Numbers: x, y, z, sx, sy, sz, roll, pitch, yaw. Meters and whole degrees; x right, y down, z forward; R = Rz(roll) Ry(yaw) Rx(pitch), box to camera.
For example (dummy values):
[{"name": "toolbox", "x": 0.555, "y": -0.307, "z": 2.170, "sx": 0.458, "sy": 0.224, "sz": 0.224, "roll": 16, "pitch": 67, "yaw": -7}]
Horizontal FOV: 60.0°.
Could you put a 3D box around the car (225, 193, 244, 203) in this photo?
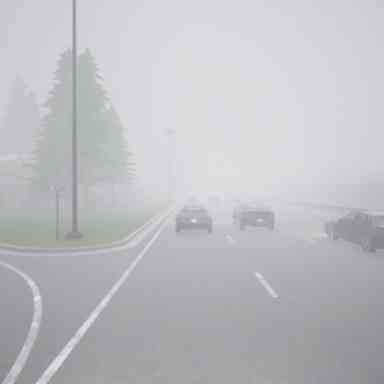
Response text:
[{"name": "car", "x": 6.995, "y": 1.167, "z": 55.000, "sx": 1.812, "sy": 1.442, "sz": 4.674, "roll": 0, "pitch": 0, "yaw": 0}]

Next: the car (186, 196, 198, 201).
[{"name": "car", "x": -0.005, "y": 1.253, "z": 53.362, "sx": 1.895, "sy": 1.301, "sz": 4.718, "roll": 0, "pitch": 0, "yaw": 0}]

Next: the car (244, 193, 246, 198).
[{"name": "car", "x": 10.494, "y": 0.935, "z": 64.143, "sx": 2.097, "sy": 1.767, "sz": 4.553, "roll": 0, "pitch": 0, "yaw": 0}]

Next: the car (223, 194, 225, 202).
[{"name": "car", "x": 6.994, "y": 0.934, "z": 64.142, "sx": 2.097, "sy": 1.767, "sz": 4.553, "roll": 0, "pitch": 0, "yaw": 0}]

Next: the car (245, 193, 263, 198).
[{"name": "car", "x": 10.495, "y": 1.196, "z": 53.750, "sx": 2.033, "sy": 1.411, "sz": 5.357, "roll": 0, "pitch": 0, "yaw": 0}]

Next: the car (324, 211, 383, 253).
[{"name": "car", "x": 7.099, "y": 1.460, "z": 13.176, "sx": 2.033, "sy": 1.411, "sz": 5.357, "roll": 0, "pitch": 0, "yaw": 0}]

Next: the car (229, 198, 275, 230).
[{"name": "car", "x": 3.598, "y": 1.346, "z": 20.101, "sx": 1.882, "sy": 1.535, "sz": 5.008, "roll": 0, "pitch": 0, "yaw": 0}]

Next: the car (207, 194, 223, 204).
[{"name": "car", "x": 3.495, "y": 1.154, "z": 53.749, "sx": 1.837, "sy": 1.490, "sz": 4.892, "roll": 0, "pitch": 0, "yaw": 0}]

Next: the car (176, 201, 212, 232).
[{"name": "car", "x": 0.099, "y": 1.438, "z": 19.139, "sx": 1.994, "sy": 1.385, "sz": 4.181, "roll": 0, "pitch": 0, "yaw": 0}]
